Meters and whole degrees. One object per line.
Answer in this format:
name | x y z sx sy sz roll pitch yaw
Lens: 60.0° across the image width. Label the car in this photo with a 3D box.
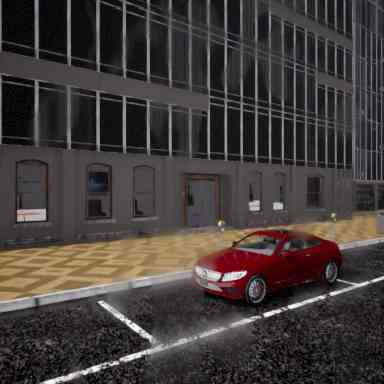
car | 1.941 1.582 7.964 4.206 1.307 1.802 0 0 -36
